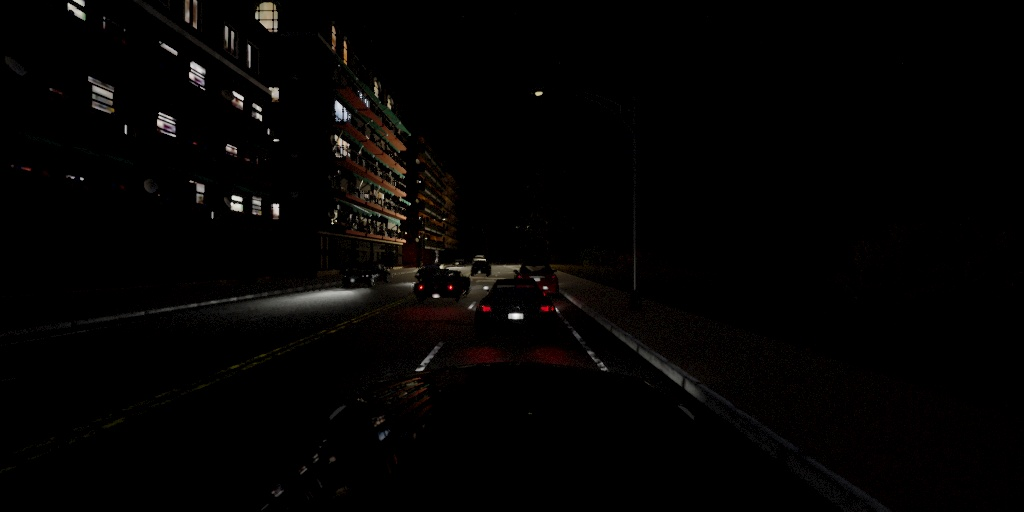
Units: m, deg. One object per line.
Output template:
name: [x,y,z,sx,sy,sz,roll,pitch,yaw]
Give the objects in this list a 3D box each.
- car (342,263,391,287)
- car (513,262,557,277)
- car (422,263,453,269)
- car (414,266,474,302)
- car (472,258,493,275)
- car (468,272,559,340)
car: [-9.832,1.244,24.564,2.128,1.511,4.902,0,0,0]
car: [1.150,1.103,18.596,2.097,1.767,4.553,0,0,0]
car: [-6.579,1.299,29.925,2.033,1.411,5.357,0,0,0]
car: [-3.140,1.353,17.093,1.895,1.301,4.718,0,0,0]
car: [-3.120,1.258,36.937,1.837,1.490,4.892,0,0,0]
car: [0.101,1.315,10.017,1.994,1.385,4.181,0,0,0]
